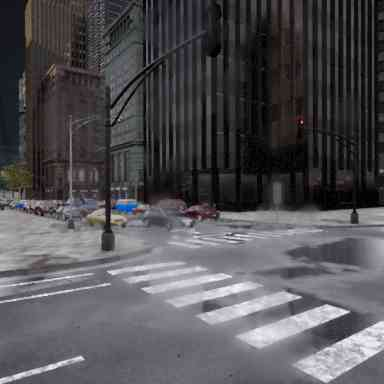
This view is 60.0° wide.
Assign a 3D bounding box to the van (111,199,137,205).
[{"bbox_3d":[-8.249,1.831,41.892,1.690,1.788,3.998,-1,0,-35],"label":"van"}]

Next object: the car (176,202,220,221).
[{"bbox_3d":[0.576,1.828,29.437,1.887,1.381,4.507,-1,0,-35],"label":"car"}]

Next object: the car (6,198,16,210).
[{"bbox_3d":[-31.943,2.353,60.511,1.967,1.590,4.097,-1,0,-35],"label":"car"}]

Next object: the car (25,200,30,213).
[{"bbox_3d":[-20.525,2.195,44.430,1.887,1.381,4.507,-1,0,-35],"label":"car"}]

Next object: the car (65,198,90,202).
[{"bbox_3d":[-17.904,1.897,50.879,2.150,2.045,5.566,0,-1,-35],"label":"car"}]

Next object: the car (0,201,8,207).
[{"bbox_3d":[-44.391,2.770,78.051,1.802,1.307,4.206,-1,0,-35],"label":"car"}]

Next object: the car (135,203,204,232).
[{"bbox_3d":[-1.648,1.738,22.399,2.128,1.511,4.902,0,-1,-34],"label":"car"}]

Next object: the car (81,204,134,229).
[{"bbox_3d":[-6.286,1.843,24.371,1.752,1.417,4.829,-1,0,-35],"label":"car"}]

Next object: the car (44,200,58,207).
[{"bbox_3d":[-31.720,2.594,74.930,1.947,1.339,4.313,-1,0,-35],"label":"car"}]

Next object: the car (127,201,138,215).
[{"bbox_3d":[-5.303,2.003,37.740,1.802,1.307,4.206,-1,0,-35],"label":"car"}]

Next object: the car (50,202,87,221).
[{"bbox_3d":[-12.040,2.003,32.477,2.008,1.369,4.403,-1,0,-35],"label":"car"}]

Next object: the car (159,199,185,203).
[{"bbox_3d":[-2.369,1.667,33.589,2.192,1.841,5.009,-1,0,-35],"label":"car"}]

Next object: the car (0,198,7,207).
[{"bbox_3d":[-41.279,2.666,73.667,1.887,1.381,4.507,-1,0,-35],"label":"car"}]

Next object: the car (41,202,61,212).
[{"bbox_3d":[-21.343,2.274,50.349,1.994,1.385,4.181,0,-1,-35],"label":"car"}]

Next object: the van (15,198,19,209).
[{"bbox_3d":[-26.185,2.122,52.398,1.690,1.788,3.998,-1,0,-35],"label":"van"}]

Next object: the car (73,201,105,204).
[{"bbox_3d":[-10.966,2.015,35.592,2.033,1.411,5.357,0,-1,-35],"label":"car"}]

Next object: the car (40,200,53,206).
[{"bbox_3d":[-34.732,2.659,79.173,1.947,1.339,4.313,-1,0,-35],"label":"car"}]

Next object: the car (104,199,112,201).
[{"bbox_3d":[-11.189,1.874,46.043,2.192,1.841,5.009,-1,0,-35],"label":"car"}]

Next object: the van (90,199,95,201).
[{"bbox_3d":[-17.068,2.036,54.346,1.690,1.788,3.998,-1,0,-35],"label":"van"}]

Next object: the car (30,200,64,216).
[{"bbox_3d":[-17.702,1.900,40.446,2.192,1.841,5.009,-1,0,-35],"label":"car"}]

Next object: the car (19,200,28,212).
[{"bbox_3d":[-23.355,2.156,48.413,1.967,1.590,4.097,-1,0,-35],"label":"car"}]

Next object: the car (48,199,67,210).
[{"bbox_3d":[-24.062,2.169,59.563,2.097,1.767,4.553,0,-1,-35],"label":"car"}]
